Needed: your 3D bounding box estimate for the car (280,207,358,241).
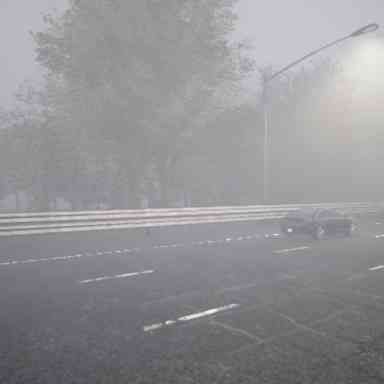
[{"bbox_3d":[6.573,1.546,17.035,4.892,1.490,1.837,0,0,-36],"label":"car"}]
